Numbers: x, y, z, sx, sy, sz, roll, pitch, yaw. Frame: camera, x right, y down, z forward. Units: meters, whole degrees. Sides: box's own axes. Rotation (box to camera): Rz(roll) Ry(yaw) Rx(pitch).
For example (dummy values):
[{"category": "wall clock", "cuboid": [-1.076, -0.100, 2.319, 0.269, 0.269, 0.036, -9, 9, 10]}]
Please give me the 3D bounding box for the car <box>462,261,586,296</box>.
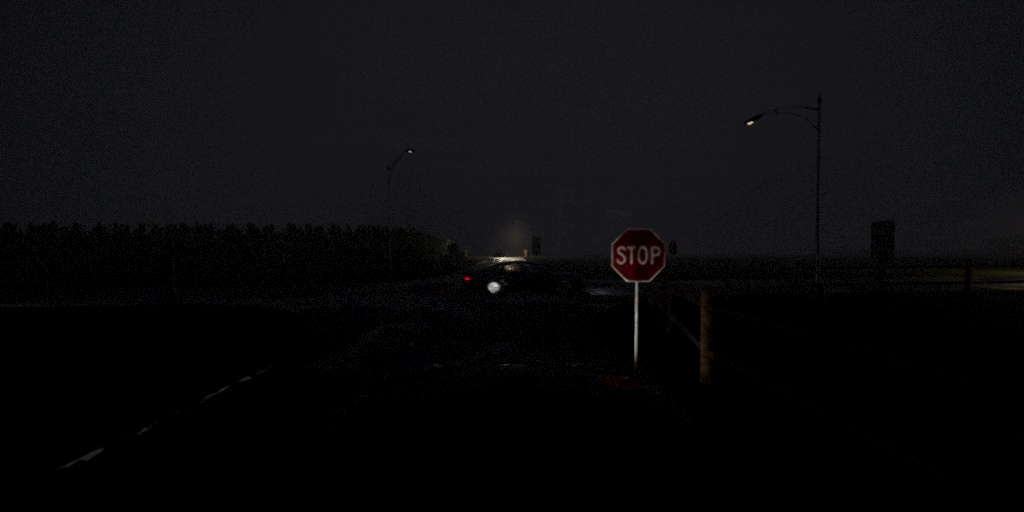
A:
[{"category": "car", "cuboid": [0.485, 0.933, 15.955, 5.357, 1.411, 2.033, 0, 2, -5]}]
